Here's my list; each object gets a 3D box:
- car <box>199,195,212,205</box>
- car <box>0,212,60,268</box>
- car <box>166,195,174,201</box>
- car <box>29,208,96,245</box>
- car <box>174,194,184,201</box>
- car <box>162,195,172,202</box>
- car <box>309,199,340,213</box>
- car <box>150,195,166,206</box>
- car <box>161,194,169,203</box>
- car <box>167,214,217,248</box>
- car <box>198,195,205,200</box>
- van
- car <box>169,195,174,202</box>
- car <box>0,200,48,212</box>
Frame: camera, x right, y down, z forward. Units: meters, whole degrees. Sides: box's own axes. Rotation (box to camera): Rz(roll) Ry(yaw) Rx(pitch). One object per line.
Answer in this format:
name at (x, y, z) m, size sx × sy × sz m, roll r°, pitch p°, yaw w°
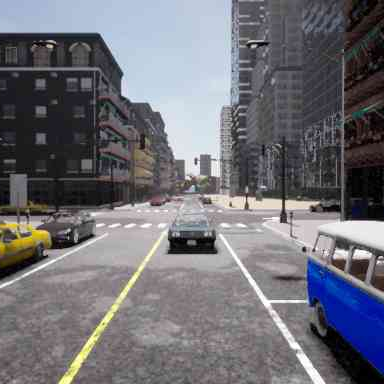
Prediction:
car at (2.646, 1.543, 59.105) m, size 1.887 × 1.381 × 4.507 m, roll -1°, pitch 0°, yaw 0°
car at (-5.701, 1.523, 9.499) m, size 1.752 × 1.417 × 4.829 m, roll -1°, pitch 0°, yaw 0°
car at (-5.701, 1.590, 87.293) m, size 1.802 × 1.307 × 4.206 m, roll -1°, pitch 0°, yaw 0°
car at (-5.701, 1.547, 15.333) m, size 2.008 × 1.369 × 4.403 m, roll -1°, pitch 0°, yaw 0°
car at (-2.999, 1.290, 78.212) m, size 2.097 × 1.767 × 4.553 m, roll 0°, pitch 0°, yaw 0°
car at (-5.703, 1.444, 75.994) m, size 1.967 × 1.590 × 4.097 m, roll -1°, pitch 0°, yaw 0°
car at (14.674, 1.466, 35.358) m, size 4.313 × 1.339 × 1.947 m, roll 0°, pitch 1°, yaw 0°
car at (-5.701, 1.542, 53.399) m, size 1.887 × 1.381 × 4.507 m, roll -1°, pitch 0°, yaw 0°
car at (-5.702, 1.438, 59.048) m, size 1.967 × 1.590 × 4.097 m, roll -1°, pitch 0°, yaw 0°
car at (0.001, 1.614, 14.682) m, size 1.895 × 1.301 × 4.718 m, roll 0°, pitch 0°, yaw 0°
car at (2.646, 1.555, 92.999) m, size 1.887 × 1.381 × 4.507 m, roll -1°, pitch 0°, yaw 0°
van at (2.676, 1.340, 3.969) m, size 1.690 × 1.788 × 3.998 m, roll -1°, pitch 0°, yaw 0°
car at (-5.704, 1.316, 70.347) m, size 2.192 × 1.841 × 5.009 m, roll -1°, pitch 0°, yaw 0°
car at (-17.884, 1.497, 35.304) m, size 4.829 × 1.417 × 1.752 m, roll 0°, pitch 1°, yaw 0°
